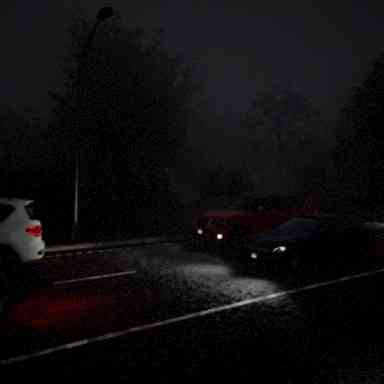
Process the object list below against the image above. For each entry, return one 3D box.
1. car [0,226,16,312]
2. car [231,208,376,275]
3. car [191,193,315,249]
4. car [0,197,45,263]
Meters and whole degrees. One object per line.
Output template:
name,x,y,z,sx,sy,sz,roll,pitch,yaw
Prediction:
car,-5.251,1.449,4.423,4.892,1.490,1.837,1,0,-34
car,3.690,1.411,10.171,4.674,1.442,1.812,-1,1,-30
car,2.702,1.074,13.633,5.566,2.045,2.150,-1,1,-30
car,-6.508,1.144,7.834,5.566,2.045,2.150,0,0,-34
